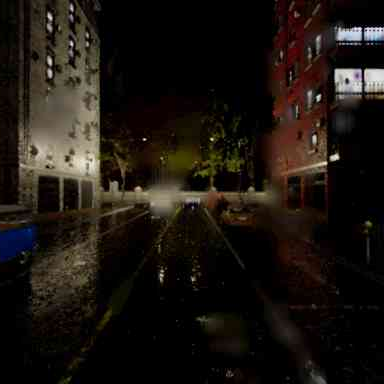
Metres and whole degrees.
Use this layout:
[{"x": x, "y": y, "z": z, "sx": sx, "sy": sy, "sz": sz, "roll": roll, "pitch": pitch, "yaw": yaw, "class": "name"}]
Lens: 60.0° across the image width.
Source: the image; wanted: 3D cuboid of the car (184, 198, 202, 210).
[{"x": 0.110, "y": 1.328, "z": 37.889, "sx": 1.895, "sy": 1.301, "sz": 4.718, "roll": 0, "pitch": 0, "yaw": 0, "class": "car"}]

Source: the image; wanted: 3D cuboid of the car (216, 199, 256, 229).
[{"x": 2.709, "y": 1.379, "z": 20.196, "sx": 1.752, "sy": 1.417, "sz": 4.829, "roll": 1, "pitch": 0, "yaw": 0, "class": "car"}]

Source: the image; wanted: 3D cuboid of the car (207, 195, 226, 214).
[{"x": 2.712, "y": 1.319, "z": 31.419, "sx": 1.887, "sy": 1.381, "sz": 4.507, "roll": 1, "pitch": 0, "yaw": 0, "class": "car"}]

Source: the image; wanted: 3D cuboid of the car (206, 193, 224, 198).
[{"x": 2.717, "y": 1.048, "z": 37.113, "sx": 2.192, "sy": 1.841, "sz": 5.009, "roll": 1, "pitch": 0, "yaw": 0, "class": "car"}]

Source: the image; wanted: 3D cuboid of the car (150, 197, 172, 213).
[{"x": -3.029, "y": 1.286, "z": 33.239, "sx": 1.812, "sy": 1.442, "sz": 4.674, "roll": 0, "pitch": 0, "yaw": 1, "class": "car"}]

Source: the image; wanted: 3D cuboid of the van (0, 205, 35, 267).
[{"x": -5.639, "y": 1.279, "z": 8.573, "sx": 1.690, "sy": 1.788, "sz": 3.998, "roll": 1, "pitch": 0, "yaw": 0, "class": "van"}]
